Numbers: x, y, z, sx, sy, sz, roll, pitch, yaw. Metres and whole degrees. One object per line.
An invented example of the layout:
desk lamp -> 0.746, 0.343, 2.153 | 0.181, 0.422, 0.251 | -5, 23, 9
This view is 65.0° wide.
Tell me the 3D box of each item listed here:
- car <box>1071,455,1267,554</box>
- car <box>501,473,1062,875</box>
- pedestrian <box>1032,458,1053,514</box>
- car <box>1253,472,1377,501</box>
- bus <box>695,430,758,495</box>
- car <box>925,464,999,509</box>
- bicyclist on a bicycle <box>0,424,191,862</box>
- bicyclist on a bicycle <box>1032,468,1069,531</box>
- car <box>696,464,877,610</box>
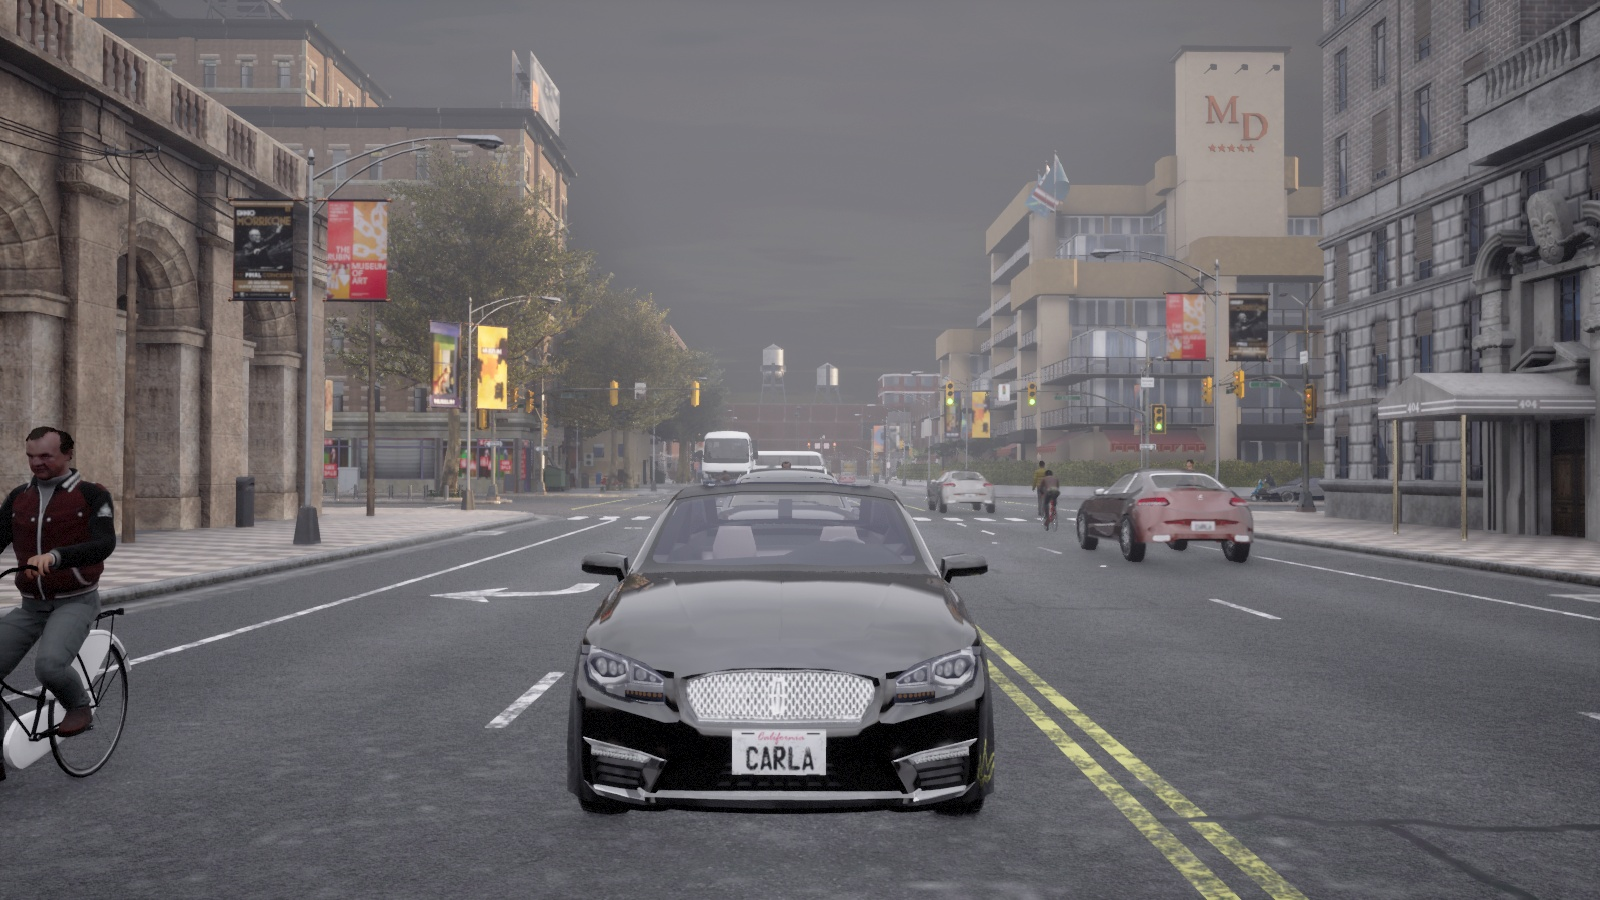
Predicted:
car -> 6.759, 0.963, 23.682 | 2.152, 1.651, 5.027 | 0, -1, -1
car -> -0.075, 0.892, 7.228 | 2.128, 1.511, 4.902 | 0, -1, 0
pedestrian -> 8.035, 1.191, 41.583 | 0.431, 1.840, 0.709 | -1, -1, 35
car -> 25.783, 1.814, 63.007 | 5.357, 1.411, 2.033 | 0, -1, -1
bus -> -4.931, 0.914, 86.961 | 3.944, 4.253, 10.273 | 0, -1, -1
car -> 6.282, 1.393, 49.240 | 2.152, 1.651, 5.027 | 0, -1, -1
bicyclist on a bicycle -> -3.575, 0.796, 5.776 | 0.659, 1.776, 1.843 | 0, -1, 0
bicyclist on a bicycle -> 6.587, 1.295, 33.079 | 0.582, 1.620, 1.656 | 0, -1, -1
car -> -0.165, 1.024, 16.622 | 2.033, 1.649, 4.856 | 0, -1, 0
